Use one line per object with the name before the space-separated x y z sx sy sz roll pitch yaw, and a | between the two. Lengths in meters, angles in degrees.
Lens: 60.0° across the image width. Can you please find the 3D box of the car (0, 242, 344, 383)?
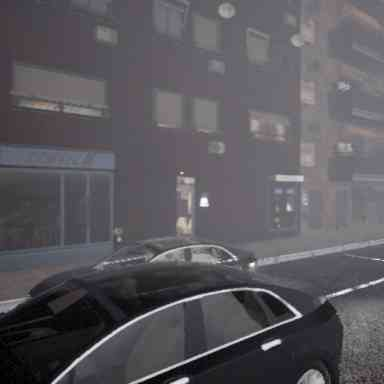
car | -0.580 1.509 2.966 4.892 1.490 1.837 0 0 -36

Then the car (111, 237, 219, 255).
car | -0.605 1.561 6.134 4.403 1.369 2.008 0 0 -35
